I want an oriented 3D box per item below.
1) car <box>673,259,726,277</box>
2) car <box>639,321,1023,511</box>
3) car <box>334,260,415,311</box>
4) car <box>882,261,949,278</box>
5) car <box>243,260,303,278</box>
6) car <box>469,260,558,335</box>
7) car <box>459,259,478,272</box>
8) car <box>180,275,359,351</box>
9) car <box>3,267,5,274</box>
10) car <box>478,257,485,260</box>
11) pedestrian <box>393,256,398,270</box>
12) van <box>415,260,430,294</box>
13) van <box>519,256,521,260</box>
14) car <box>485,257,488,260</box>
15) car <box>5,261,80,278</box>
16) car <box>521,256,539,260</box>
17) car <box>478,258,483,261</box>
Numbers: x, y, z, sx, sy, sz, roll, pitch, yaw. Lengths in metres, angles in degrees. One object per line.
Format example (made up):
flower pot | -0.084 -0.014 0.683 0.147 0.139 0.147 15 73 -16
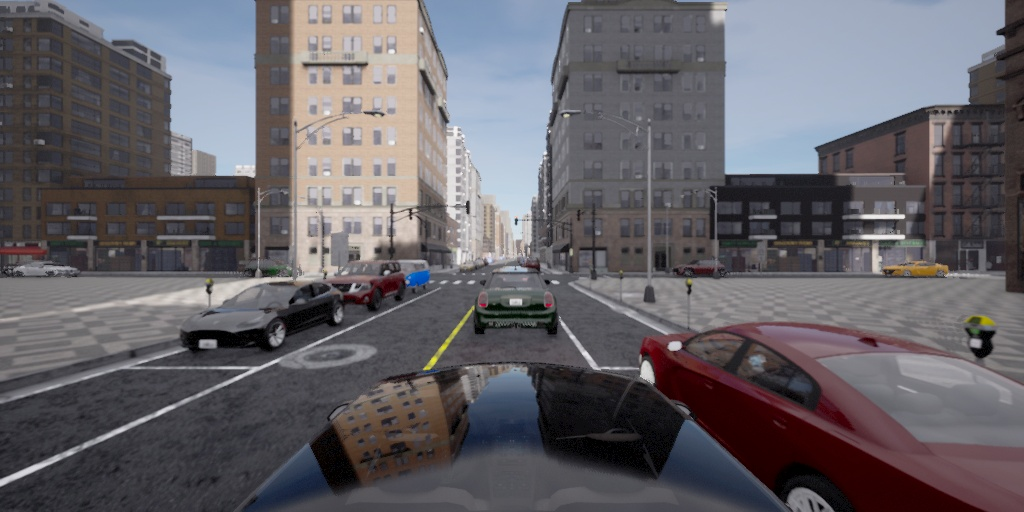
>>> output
car | 18.116 1.121 34.841 4.553 1.767 2.097 0 0 1
car | 2.668 1.298 3.426 1.888 1.381 4.507 0 0 0
car | -5.861 1.087 14.729 2.192 1.841 5.009 0 0 0
car | 38.711 1.262 34.513 5.008 1.535 1.882 0 0 1
car | -21.368 1.114 32.233 4.553 1.767 2.097 0 0 1
car | 0.096 1.118 10.678 2.097 1.767 4.553 0 0 0
car | -5.871 1.294 47.218 1.751 1.417 4.829 0 0 0
car | -5.860 1.329 9.089 1.948 1.339 4.313 0 0 0
car | -47.563 1.245 35.775 4.902 1.511 2.128 0 0 1
car | -5.874 1.284 58.528 1.751 1.417 4.829 0 0 0
pedestrian | -12.562 0.910 38.336 0.375 1.860 0.375 0 0 1
van | -5.863 1.121 20.370 1.690 1.789 3.998 0 0 0
van | 2.650 1.094 64.334 1.690 1.789 3.998 0 0 0
car | -5.876 1.278 64.183 1.751 1.417 4.829 0 0 0
car | -42.248 1.285 32.567 4.674 1.442 1.812 0 0 1
car | 2.655 1.083 47.363 2.192 1.841 5.009 0 0 0
car | -5.872 1.329 53.043 1.948 1.339 4.313 0 0 0
